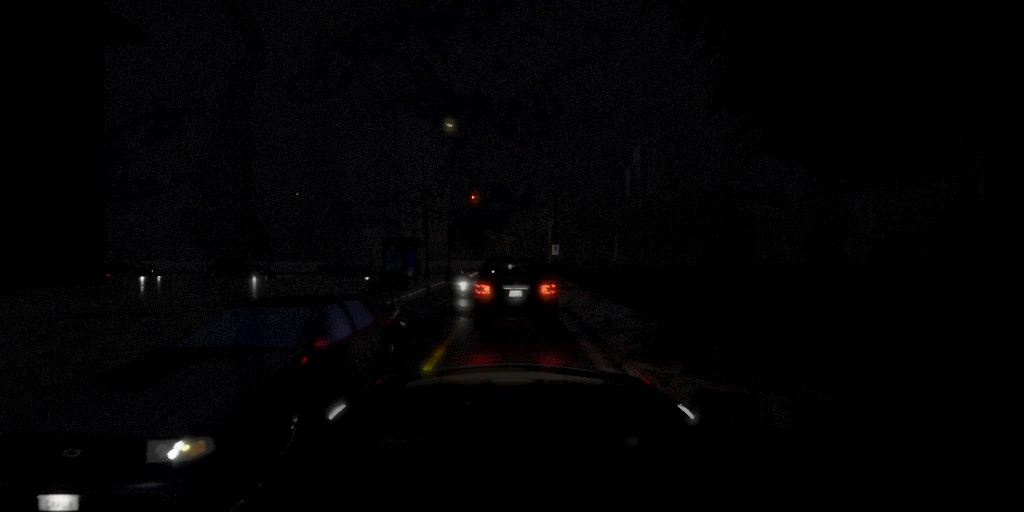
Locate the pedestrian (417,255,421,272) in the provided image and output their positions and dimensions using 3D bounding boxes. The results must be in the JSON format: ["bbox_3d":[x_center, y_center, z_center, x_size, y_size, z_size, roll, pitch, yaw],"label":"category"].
[{"bbox_3d":[-10.071,0.800,38.828,0.375,1.860,0.375,0,0,1],"label":"pedestrian"}]

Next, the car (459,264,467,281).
[{"bbox_3d":[-3.091,1.258,29.615,1.812,1.442,4.674,0,0,0],"label":"car"}]

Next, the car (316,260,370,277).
[{"bbox_3d":[-15.157,1.176,32.728,5.008,1.535,1.882,0,0,0],"label":"car"}]

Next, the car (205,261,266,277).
[{"bbox_3d":[-25.343,1.175,32.986,4.892,1.490,1.837,0,1,1],"label":"car"}]

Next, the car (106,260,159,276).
[{"bbox_3d":[-35.716,1.146,33.263,4.892,1.490,1.837,0,1,2],"label":"car"}]

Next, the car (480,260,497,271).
[{"bbox_3d":[-3.081,1.266,47.852,1.994,1.385,4.181,0,0,0],"label":"car"}]

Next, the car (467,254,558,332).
[{"bbox_3d":[0.099,0.968,11.039,2.150,2.045,5.566,0,0,0],"label":"car"}]

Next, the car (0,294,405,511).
[{"bbox_3d":[-3.097,1.297,5.109,2.033,1.411,5.357,0,0,0],"label":"car"}]
